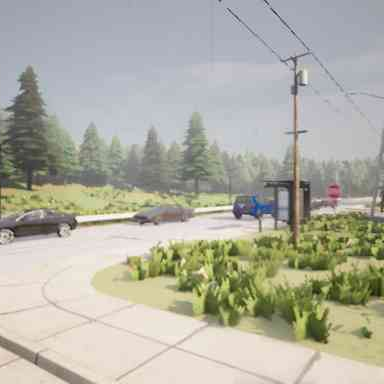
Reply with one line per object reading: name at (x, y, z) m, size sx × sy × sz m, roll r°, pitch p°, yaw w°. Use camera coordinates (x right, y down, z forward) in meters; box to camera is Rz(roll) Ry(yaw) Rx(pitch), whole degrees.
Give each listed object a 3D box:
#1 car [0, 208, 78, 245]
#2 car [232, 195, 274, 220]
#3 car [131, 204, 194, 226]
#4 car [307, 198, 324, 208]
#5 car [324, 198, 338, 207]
car at (-8.025, 1.577, 16.355) m, size 2.128 × 1.511 × 4.902 m, roll 0°, pitch 0°, yaw 36°
car at (5.586, 1.288, 28.969) m, size 2.150 × 2.045 × 5.566 m, roll 0°, pitch 0°, yaw 36°
car at (-1.984, 1.633, 24.686) m, size 2.033 × 1.411 × 5.357 m, roll 0°, pitch 0°, yaw 36°
car at (14.573, 1.630, 41.462) m, size 1.994 × 1.385 × 4.181 m, roll 0°, pitch 0°, yaw 36°
car at (20.329, 1.592, 49.538) m, size 1.812 × 1.442 × 4.674 m, roll 0°, pitch 0°, yaw 36°
